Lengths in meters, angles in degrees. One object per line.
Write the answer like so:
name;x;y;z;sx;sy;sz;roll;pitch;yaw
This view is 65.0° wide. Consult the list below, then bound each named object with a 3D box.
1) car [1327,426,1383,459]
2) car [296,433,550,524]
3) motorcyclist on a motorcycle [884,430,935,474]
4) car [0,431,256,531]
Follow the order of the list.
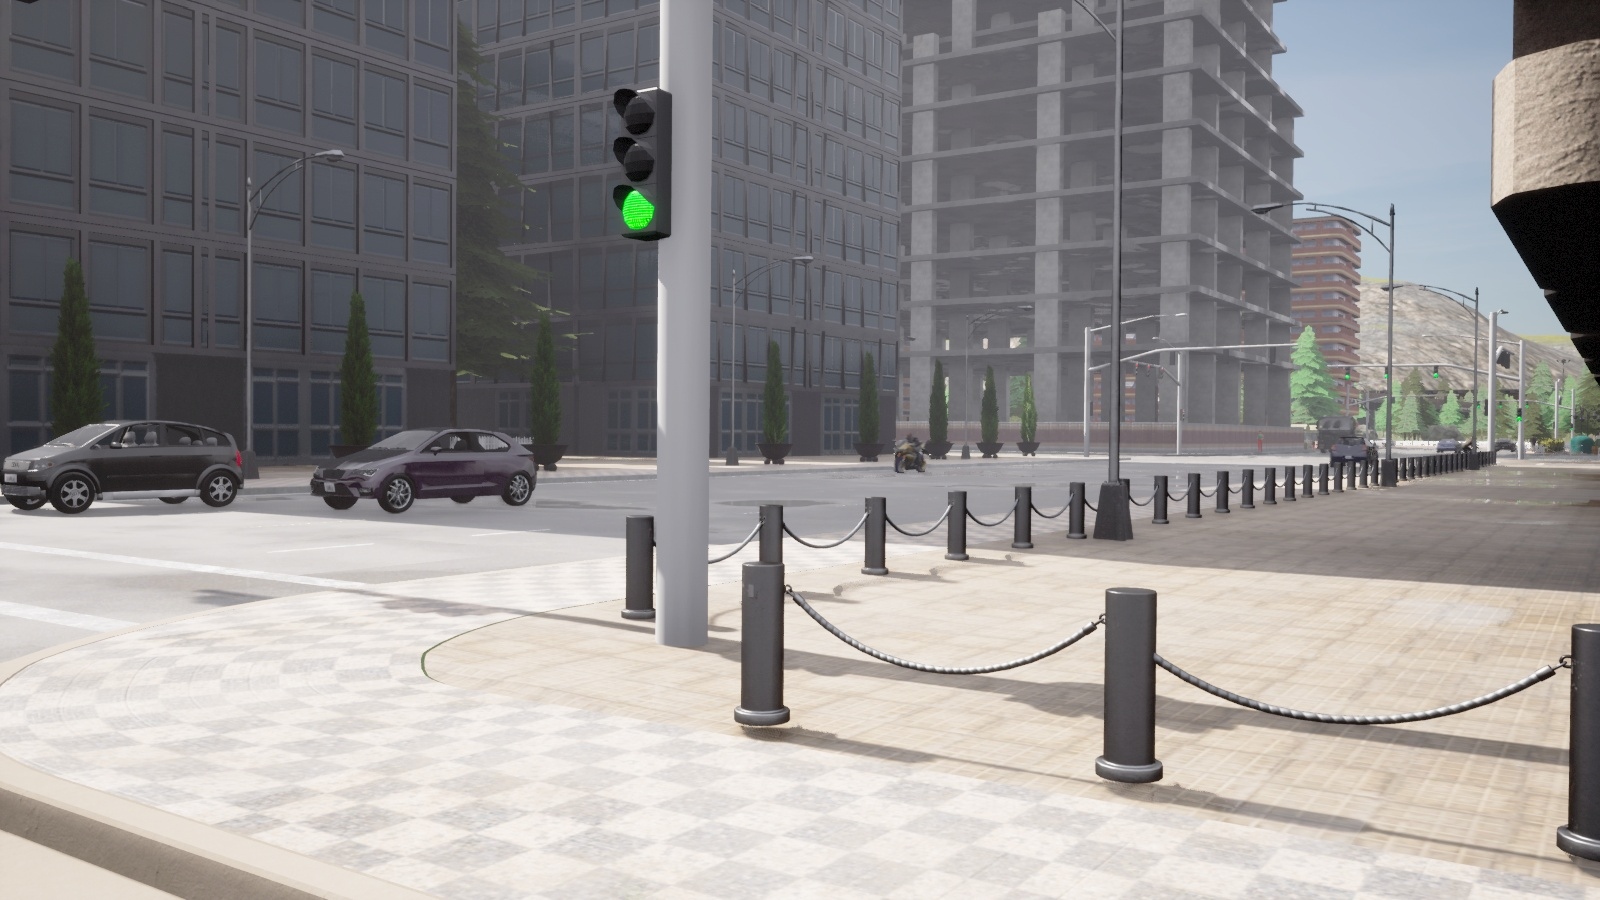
car;26.353;-0.362;59.562;1.845;1.501;3.633;0;1;33
car;-6.723;0.439;22.796;1.816;1.474;4.193;0;1;34
motorcyclist on a motorcycle;3.928;0.062;44.917;0.866;1.530;2.191;0;1;34
car;-11.657;0.463;21.730;1.789;1.549;3.705;0;1;34
